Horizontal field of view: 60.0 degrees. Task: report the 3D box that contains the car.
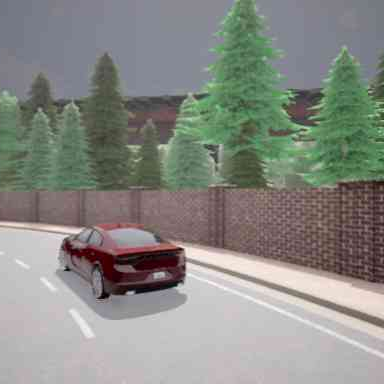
[{"bbox_3d":[-2.059,1.556,8.824,1.882,1.535,5.008,1,-1,-34],"label":"car"}]
